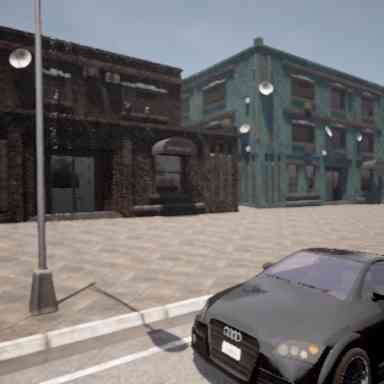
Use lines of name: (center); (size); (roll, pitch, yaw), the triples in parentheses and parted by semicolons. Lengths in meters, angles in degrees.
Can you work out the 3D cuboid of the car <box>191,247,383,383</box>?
car: (2.050, 1.562, 4.838); (4.181, 1.385, 1.994); (0, 0, -36)
